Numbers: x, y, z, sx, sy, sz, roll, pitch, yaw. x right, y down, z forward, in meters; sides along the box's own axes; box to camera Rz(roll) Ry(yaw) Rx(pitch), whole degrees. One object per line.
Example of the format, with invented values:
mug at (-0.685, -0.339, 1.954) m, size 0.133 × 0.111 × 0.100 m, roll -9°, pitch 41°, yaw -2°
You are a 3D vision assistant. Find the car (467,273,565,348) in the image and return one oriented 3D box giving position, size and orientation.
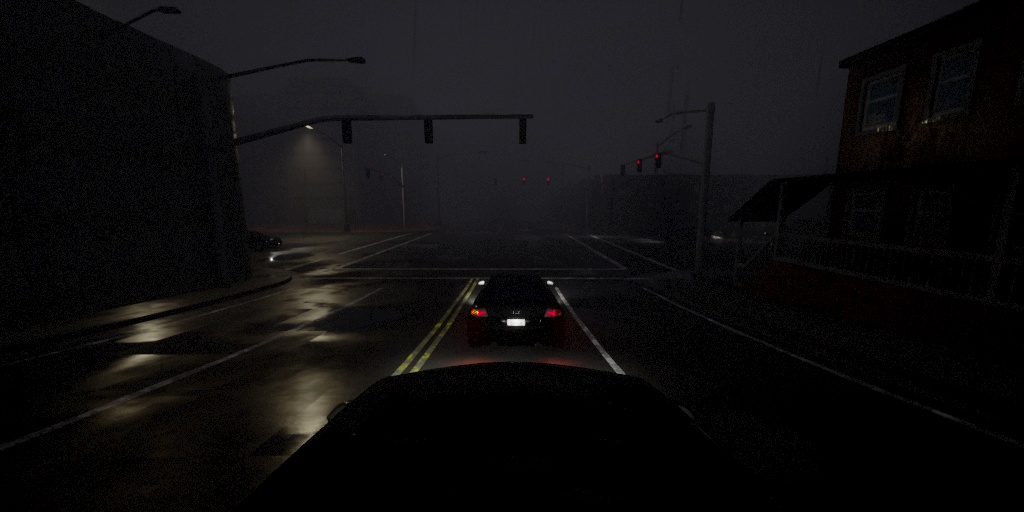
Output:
car at (0.093, 1.090, 8.695) m, size 1.994 × 1.385 × 4.181 m, roll 0°, pitch 3°, yaw 0°

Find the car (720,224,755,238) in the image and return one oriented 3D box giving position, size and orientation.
car at (23.766, -2.675, 37.306) m, size 4.181 × 1.385 × 1.994 m, roll 0°, pitch 8°, yaw 1°

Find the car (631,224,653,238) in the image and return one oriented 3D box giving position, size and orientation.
car at (14.958, -2.643, 37.383) m, size 4.718 × 1.301 × 1.895 m, roll 0°, pitch 8°, yaw 1°

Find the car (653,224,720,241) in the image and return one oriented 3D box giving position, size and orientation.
car at (16.398, -2.225, 33.883) m, size 4.892 × 1.490 × 1.837 m, roll 0°, pitch 8°, yaw 0°

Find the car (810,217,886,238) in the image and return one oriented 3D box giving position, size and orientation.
car at (34.737, -3.008, 37.176) m, size 5.566 × 2.045 × 2.150 m, roll 0°, pitch 8°, yaw 1°

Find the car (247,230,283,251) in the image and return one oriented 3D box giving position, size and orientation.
car at (-19.961, -1.190, 26.979) m, size 4.892 × 1.490 × 1.837 m, roll 0°, pitch 8°, yaw 1°

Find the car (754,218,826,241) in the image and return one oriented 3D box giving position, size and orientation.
car at (26.665, -2.501, 33.773) m, size 5.566 × 2.045 × 2.150 m, roll 0°, pitch 8°, yaw 1°
